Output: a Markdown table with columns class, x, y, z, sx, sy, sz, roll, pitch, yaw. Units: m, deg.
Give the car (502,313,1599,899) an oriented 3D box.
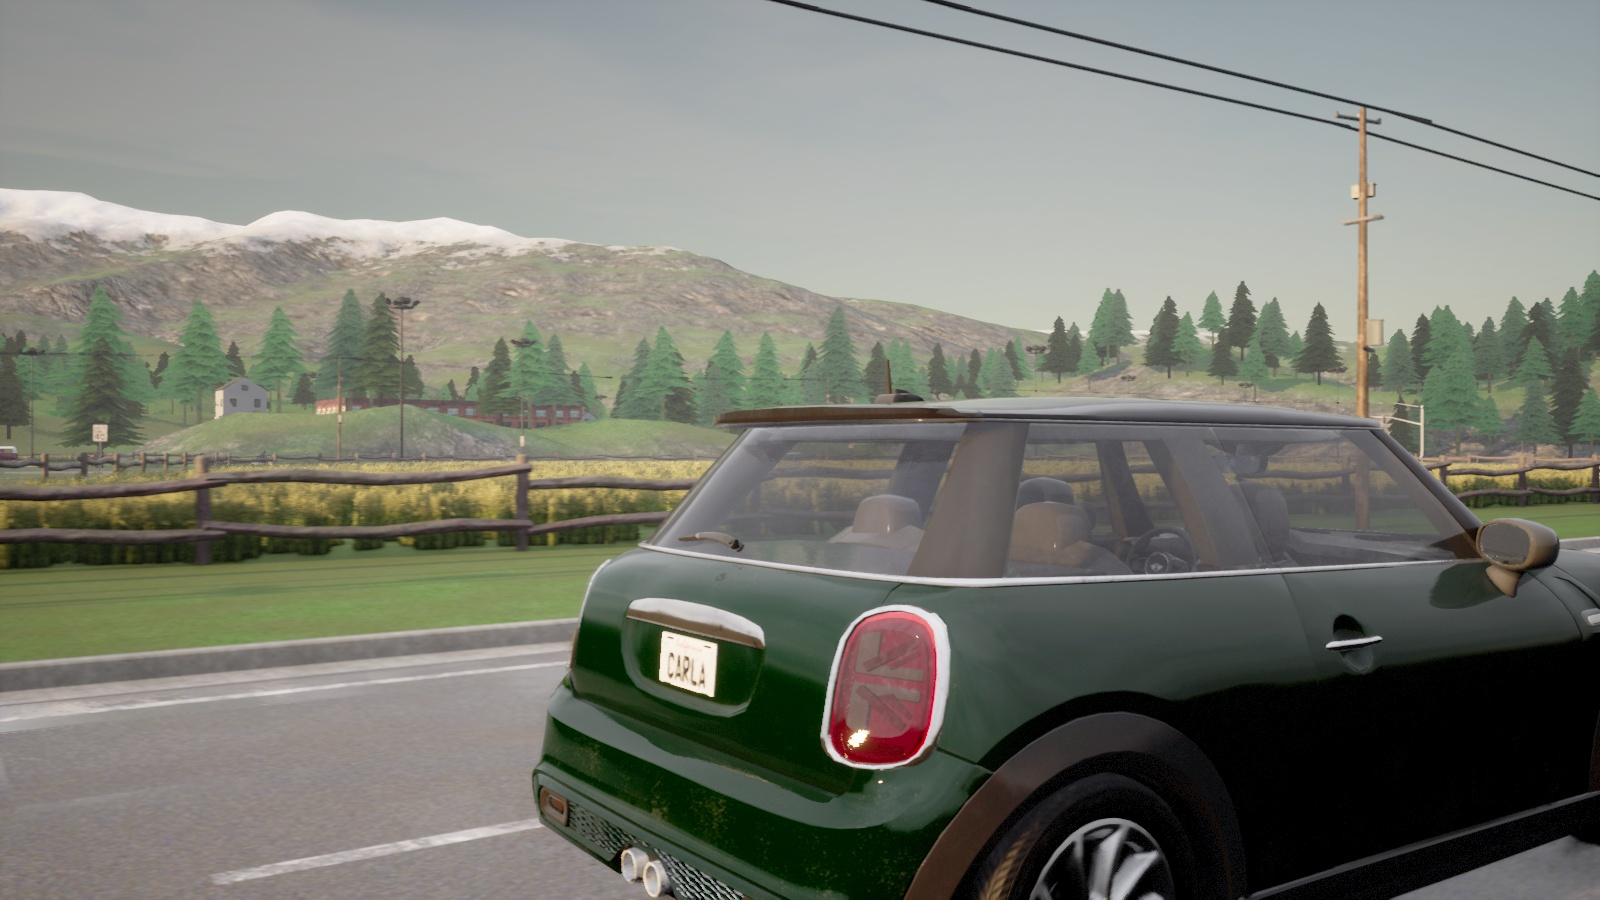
| class | x | y | z | sx | sy | sz | roll | pitch | yaw |
| --- | --- | --- | --- | --- | --- | --- | --- | --- | --- |
| car | 1.464 | 0.612 | 4.678 | 4.553 | 1.767 | 2.097 | 0 | 0 | -35 |
